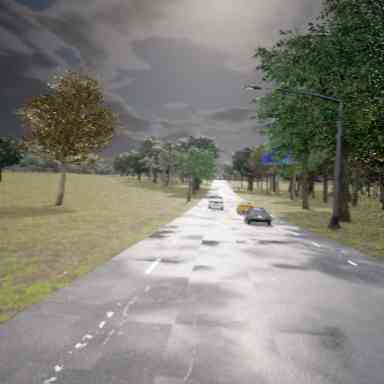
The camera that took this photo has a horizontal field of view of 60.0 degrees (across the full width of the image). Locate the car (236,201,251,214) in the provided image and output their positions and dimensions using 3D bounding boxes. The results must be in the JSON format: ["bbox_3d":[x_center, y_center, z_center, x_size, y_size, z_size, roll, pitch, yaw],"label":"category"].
[{"bbox_3d":[6.517,1.850,41.178,1.882,1.535,5.008,3,0,5],"label":"car"}]

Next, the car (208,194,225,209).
[{"bbox_3d":[3.536,1.384,48.653,2.150,2.045,5.566,3,1,4],"label":"car"}]

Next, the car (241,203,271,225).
[{"bbox_3d":[5.560,1.954,28.467,1.994,1.385,4.181,3,0,4],"label":"car"}]
